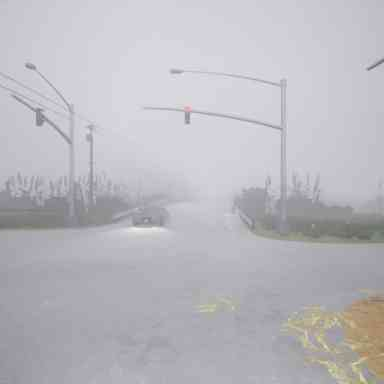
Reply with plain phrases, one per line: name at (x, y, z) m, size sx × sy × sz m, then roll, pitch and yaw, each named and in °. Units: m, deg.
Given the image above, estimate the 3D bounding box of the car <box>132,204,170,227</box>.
car at (-2.699, 1.546, 22.623) m, size 1.994 × 1.385 × 4.181 m, roll 0°, pitch 2°, yaw 4°
